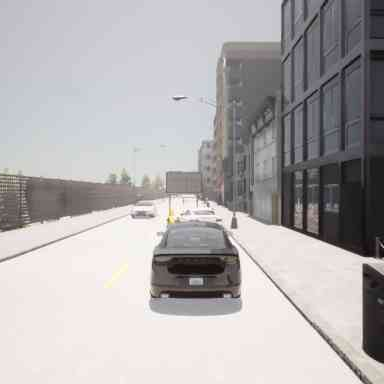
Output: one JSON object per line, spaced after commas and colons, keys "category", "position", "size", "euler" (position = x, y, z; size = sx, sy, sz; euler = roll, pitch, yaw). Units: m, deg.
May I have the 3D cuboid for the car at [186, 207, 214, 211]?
{"category": "car", "position": [0.401, 1.540, 17.881], "size": [1.812, 1.442, 4.674], "euler": [0, -1, -9]}

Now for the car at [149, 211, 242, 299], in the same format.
{"category": "car", "position": [0.074, 1.477, 8.530], "size": [1.882, 1.535, 5.008], "euler": [0, 0, 0]}

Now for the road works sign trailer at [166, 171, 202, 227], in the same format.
{"category": "road works sign trailer", "position": [-0.568, 0.464, 21.365], "size": [2.380, 3.560, 2.880], "euler": [0, 0, -17]}

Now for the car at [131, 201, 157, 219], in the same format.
{"category": "car", "position": [-4.086, 1.525, 29.020], "size": [1.812, 1.442, 4.674], "euler": [0, 0, 0]}
